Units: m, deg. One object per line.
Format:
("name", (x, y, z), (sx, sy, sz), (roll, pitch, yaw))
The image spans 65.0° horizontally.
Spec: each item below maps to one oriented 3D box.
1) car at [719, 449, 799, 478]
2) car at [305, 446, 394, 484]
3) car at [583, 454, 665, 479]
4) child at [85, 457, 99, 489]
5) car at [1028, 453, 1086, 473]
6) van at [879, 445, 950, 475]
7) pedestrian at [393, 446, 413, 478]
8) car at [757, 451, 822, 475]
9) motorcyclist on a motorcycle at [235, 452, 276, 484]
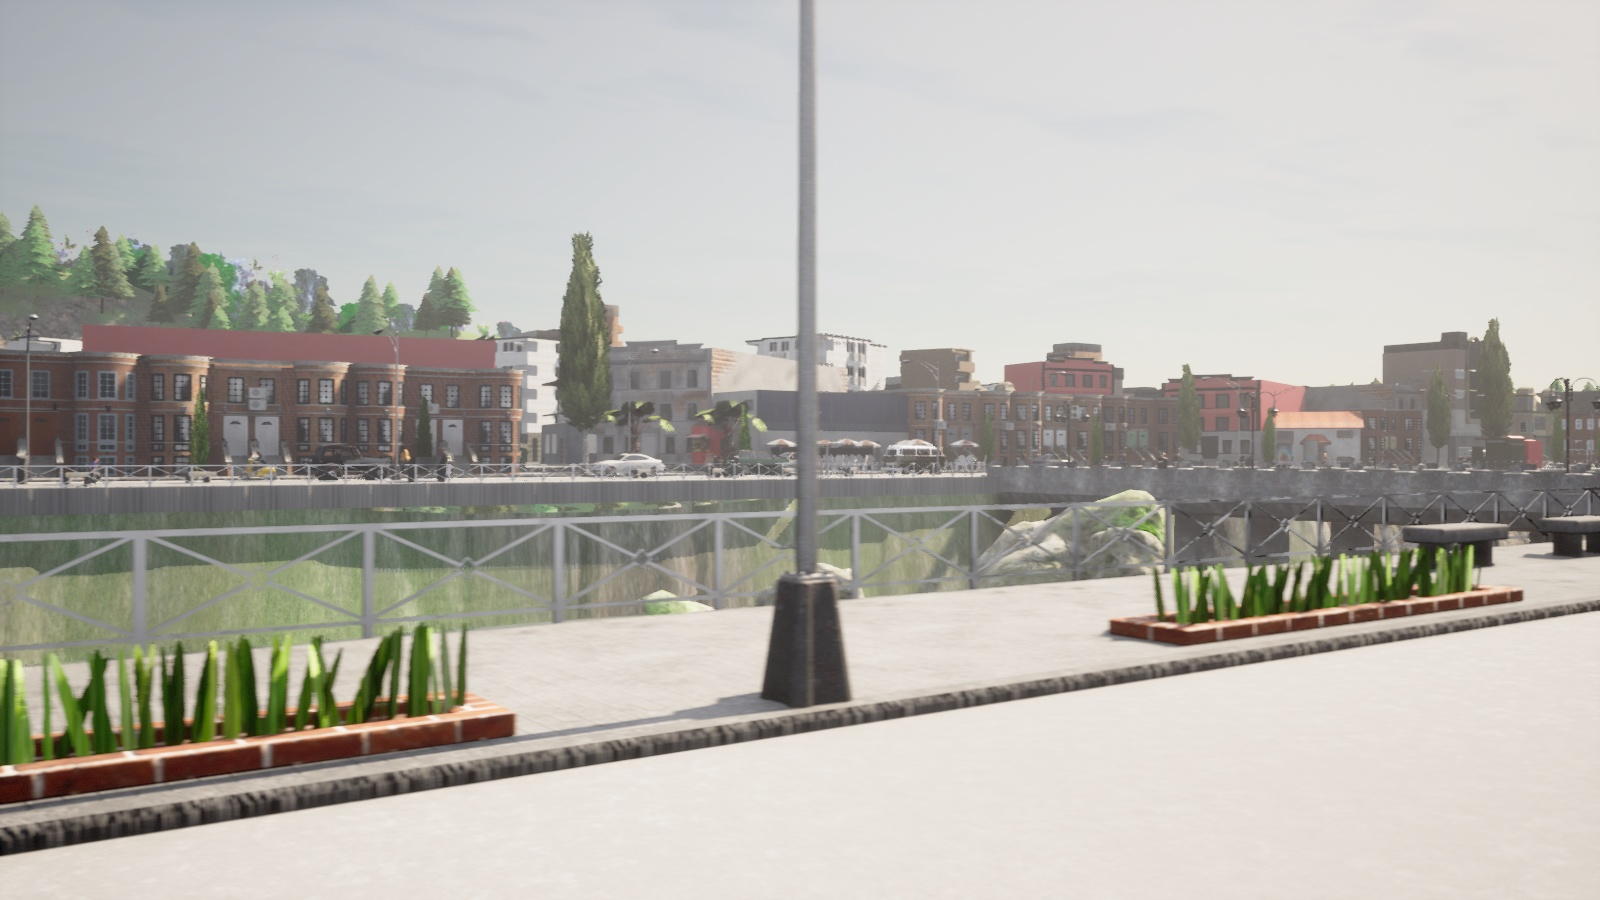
("car", (-2.535, 0.799, 77.645), (4.553, 1.767, 2.097), (0, 0, -35))
("car", (-22.778, 0.745, 63.547), (3.866, 1.878, 1.905), (0, 0, -35))
("car", (-10.738, 0.982, 76.804), (4.674, 1.442, 1.812), (0, 0, -35))
("child", (-28.174, 0.917, 49.964), (0.437, 1.263, 0.270), (0, 0, -34))
("car", (18.993, 0.945, 92.638), (4.193, 1.474, 1.816), (0, 0, -35))
("van", (7.726, 0.660, 84.792), (4.480, 2.038, 2.069), (0, 0, -35))
("pedestrian", (-22.745, 0.679, 71.975), (0.900, 1.855, 0.874), (0, 0, 0))
("car", (-0.672, 0.850, 83.815), (3.988, 1.617, 1.851), (0, 0, -35))
("motorcyclist on a motorcycle", (-28.075, 0.916, 64.730), (1.817, 1.590, 0.866), (0, 0, -35))
